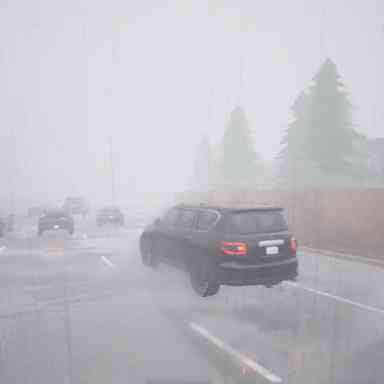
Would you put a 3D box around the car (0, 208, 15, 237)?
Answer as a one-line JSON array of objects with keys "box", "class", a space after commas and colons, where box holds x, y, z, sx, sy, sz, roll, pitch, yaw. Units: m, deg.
[{"box": [-11.475, 1.665, 18.978, 1.837, 1.490, 4.892, 0, -1, -20], "class": "car"}]

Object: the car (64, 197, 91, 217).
[{"box": [-12.059, 1.531, 35.056, 2.150, 2.045, 5.566, 0, 0, -10], "class": "car"}]

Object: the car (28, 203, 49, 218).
[{"box": [-15.472, 1.823, 34.386, 1.812, 1.442, 4.674, 0, 0, -10], "class": "car"}]

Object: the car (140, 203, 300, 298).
[{"box": [0.371, 1.307, 9.160, 2.150, 2.045, 5.566, 0, -1, -28], "class": "car"}]

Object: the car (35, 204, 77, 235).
[{"box": [-8.150, 1.675, 20.020, 1.837, 1.490, 4.892, 0, -2, -22], "class": "car"}]

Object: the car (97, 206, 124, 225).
[{"box": [-6.513, 1.799, 26.404, 1.994, 1.385, 4.181, 0, -1, -16], "class": "car"}]
